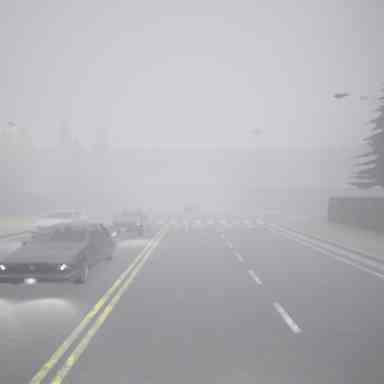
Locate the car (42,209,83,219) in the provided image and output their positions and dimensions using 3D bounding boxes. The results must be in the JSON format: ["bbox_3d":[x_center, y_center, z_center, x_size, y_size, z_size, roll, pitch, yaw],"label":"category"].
[{"bbox_3d":[-7.063,1.686,18.328,1.812,1.442,4.674,0,-1,0],"label":"car"}]

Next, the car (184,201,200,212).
[{"bbox_3d":[-0.028,1.904,43.819,1.994,1.385,4.181,0,-1,0],"label":"car"}]

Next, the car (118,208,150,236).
[{"bbox_3d":[-3.556,1.696,19.586,1.812,1.442,4.674,0,0,0],"label":"car"}]

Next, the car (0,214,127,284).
[{"bbox_3d":[-3.608,1.636,10.103,2.033,1.411,5.357,0,-1,0],"label":"car"}]
